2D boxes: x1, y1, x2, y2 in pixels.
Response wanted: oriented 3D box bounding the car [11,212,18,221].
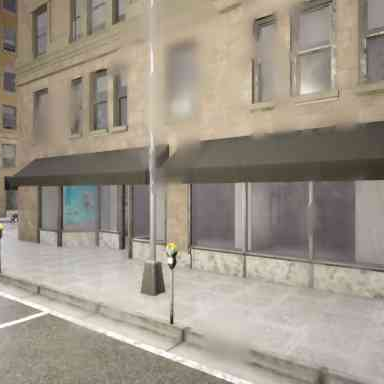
[{"bbox_3d":[-11.120,1.636,26.094,2.033,1.411,5.357,0,0,36],"label":"car"}]
